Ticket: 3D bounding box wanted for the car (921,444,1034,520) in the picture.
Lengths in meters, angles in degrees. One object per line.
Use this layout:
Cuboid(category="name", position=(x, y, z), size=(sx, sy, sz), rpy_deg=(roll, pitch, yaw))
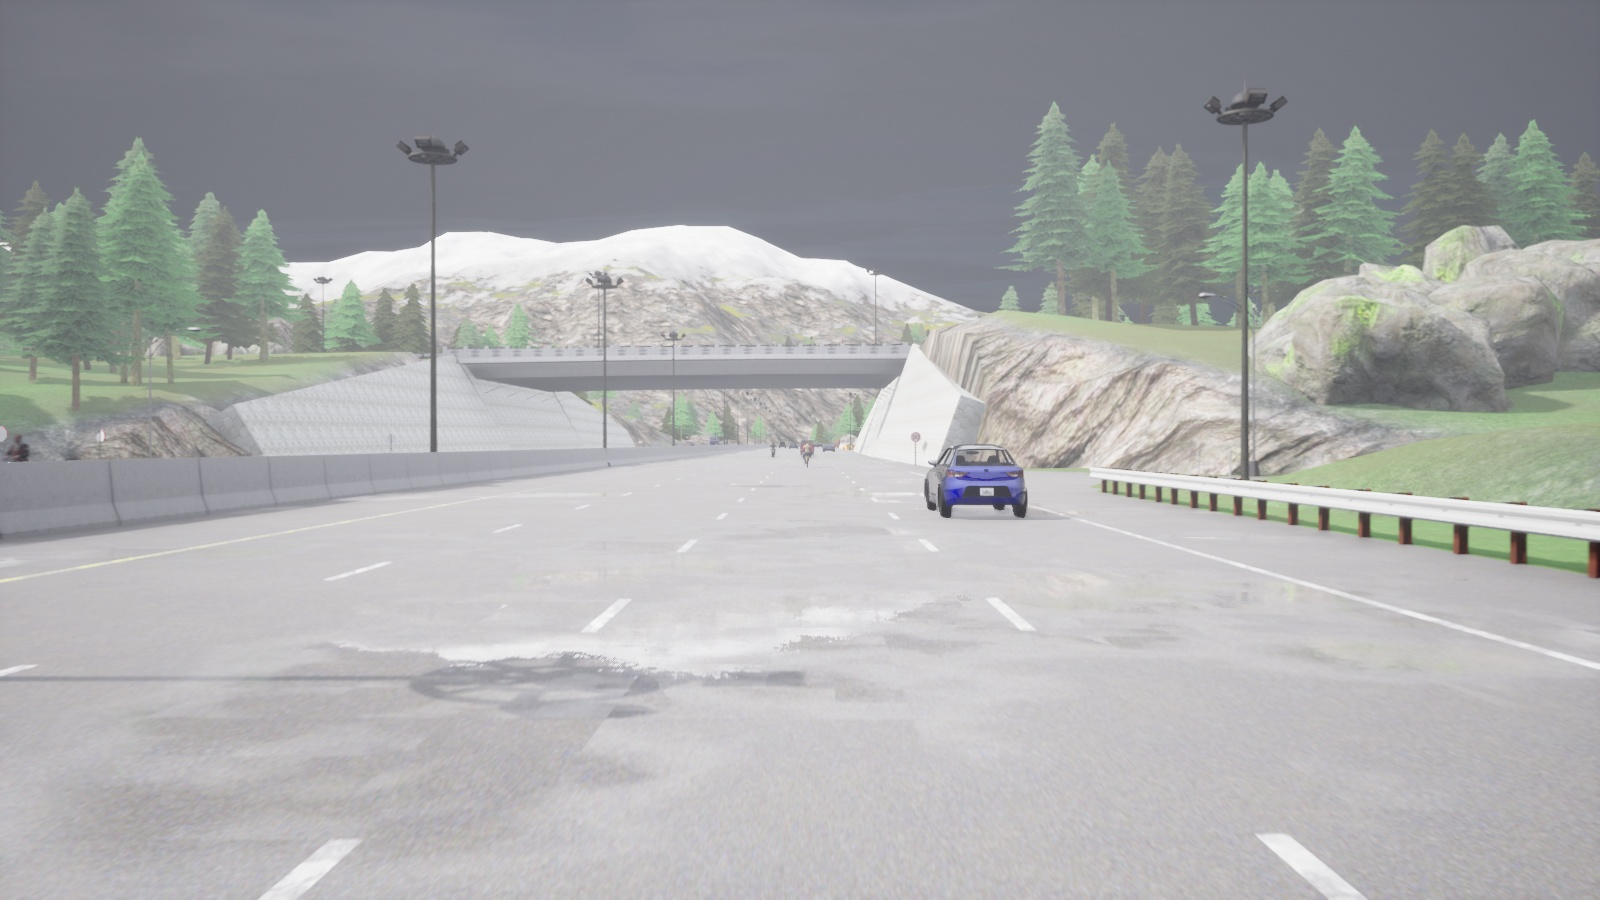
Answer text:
Cuboid(category="car", position=(3.667, 0.613, 26.617), size=(1.816, 1.474, 4.193), rpy_deg=(0, 0, 0))
